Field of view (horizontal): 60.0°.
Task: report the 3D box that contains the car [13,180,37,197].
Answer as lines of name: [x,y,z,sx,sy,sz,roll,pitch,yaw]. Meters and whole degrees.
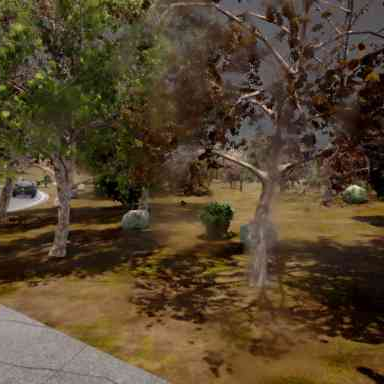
car: [-16.659,-0.412,33.270,1.837,1.490,4.892,4,4,-24]
